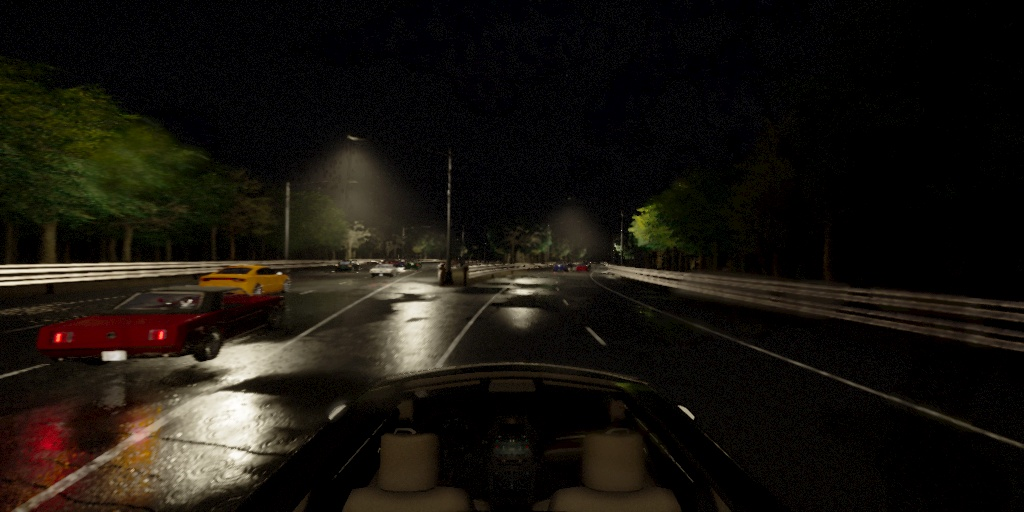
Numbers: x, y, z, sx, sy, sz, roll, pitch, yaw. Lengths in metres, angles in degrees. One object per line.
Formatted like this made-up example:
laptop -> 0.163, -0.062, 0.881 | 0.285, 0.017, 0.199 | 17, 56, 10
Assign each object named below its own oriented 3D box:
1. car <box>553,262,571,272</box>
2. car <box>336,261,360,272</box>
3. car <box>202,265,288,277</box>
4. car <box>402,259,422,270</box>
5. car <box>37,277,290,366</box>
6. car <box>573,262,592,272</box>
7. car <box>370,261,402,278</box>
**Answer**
car -> 8.232, 1.713, 60.286 | 2.097, 1.767, 4.553 | 1, -1, 15
car -> -20.852, 1.328, 45.675 | 1.994, 1.385, 4.181 | 1, 0, -8
car -> -12.239, 1.160, 16.824 | 1.882, 1.535, 5.008 | 1, -1, -12
car -> -15.200, 1.288, 55.645 | 2.097, 1.767, 4.553 | 1, 0, -7
car -> -6.744, 1.297, 7.808 | 1.895, 1.301, 4.718 | 1, -1, -13
car -> 11.829, 1.977, 60.204 | 1.994, 1.385, 4.181 | 1, -1, 15
car -> -12.116, 1.428, 34.390 | 1.895, 1.301, 4.718 | 1, 0, -10
